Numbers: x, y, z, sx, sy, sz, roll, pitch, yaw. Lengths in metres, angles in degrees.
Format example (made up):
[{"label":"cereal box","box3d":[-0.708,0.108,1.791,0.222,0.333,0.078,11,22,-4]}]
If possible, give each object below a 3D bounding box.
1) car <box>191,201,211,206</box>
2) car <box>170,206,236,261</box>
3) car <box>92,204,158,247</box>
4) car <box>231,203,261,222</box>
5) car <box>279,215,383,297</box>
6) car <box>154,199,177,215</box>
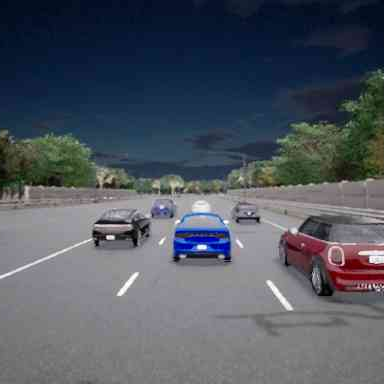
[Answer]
[{"label":"car","box3d":[0.909,1.614,32.944,1.812,1.442,4.674,0,0,2]},{"label":"car","box3d":[0.373,1.505,12.419,1.882,1.535,5.008,0,0,2]},{"label":"car","box3d":[-3.050,1.523,15.176,2.128,1.511,4.902,0,0,2]},{"label":"car","box3d":[4.240,1.620,26.680,2.033,1.411,5.357,0,0,2]},{"label":"car","box3d":[3.767,1.375,8.755,2.097,1.767,4.553,0,0,2]},{"label":"car","box3d":[-2.627,1.431,31.725,2.097,1.767,4.553,0,0,2]}]
